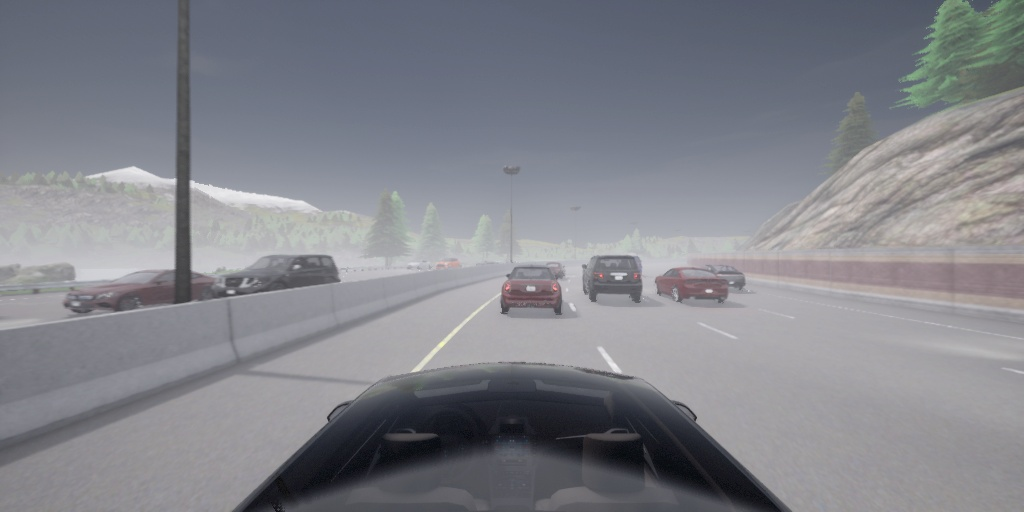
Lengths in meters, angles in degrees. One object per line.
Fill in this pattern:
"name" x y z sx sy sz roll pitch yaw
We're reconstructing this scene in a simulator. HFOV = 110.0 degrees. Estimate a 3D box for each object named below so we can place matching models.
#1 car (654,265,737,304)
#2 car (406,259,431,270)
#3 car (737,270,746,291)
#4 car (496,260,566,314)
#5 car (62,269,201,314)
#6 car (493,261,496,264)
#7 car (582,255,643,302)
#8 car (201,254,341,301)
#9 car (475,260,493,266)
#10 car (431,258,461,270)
"car" 8.129 1.244 16.734 1.882 1.535 5.008 0 0 7
"car" -13.121 1.216 50.745 1.812 1.442 4.674 0 0 18
"car" 12.417 1.267 22.036 2.128 1.511 4.902 0 0 9
"car" 0.816 1.099 13.955 2.097 1.767 4.553 0 0 5
"car" -13.468 1.232 13.550 1.812 1.442 4.674 0 0 5
"car" -0.733 1.324 54.462 1.895 1.301 4.718 0 0 21
"car" 4.638 0.977 17.185 2.150 2.045 5.566 0 0 7
"car" -9.805 0.937 15.610 2.150 2.045 5.566 0 0 6
"car" -3.948 1.314 55.841 1.895 1.301 4.718 0 0 21
"car" -9.173 1.052 51.481 2.097 1.767 4.553 0 0 19
